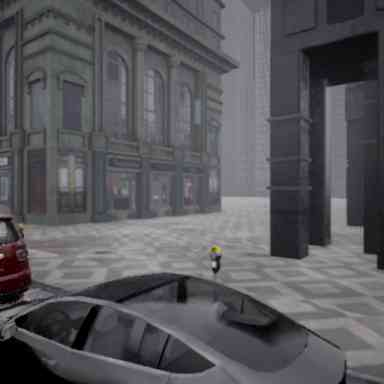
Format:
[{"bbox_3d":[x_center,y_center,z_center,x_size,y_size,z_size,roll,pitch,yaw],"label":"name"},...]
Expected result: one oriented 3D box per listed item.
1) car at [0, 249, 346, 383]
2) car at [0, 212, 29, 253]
[{"bbox_3d":[-0.699,1.551,3.465,4.313,1.339,1.947,0,0,35],"label":"car"},{"bbox_3d":[-5.257,1.267,6.717,5.009,1.841,2.192,0,0,35],"label":"car"}]
